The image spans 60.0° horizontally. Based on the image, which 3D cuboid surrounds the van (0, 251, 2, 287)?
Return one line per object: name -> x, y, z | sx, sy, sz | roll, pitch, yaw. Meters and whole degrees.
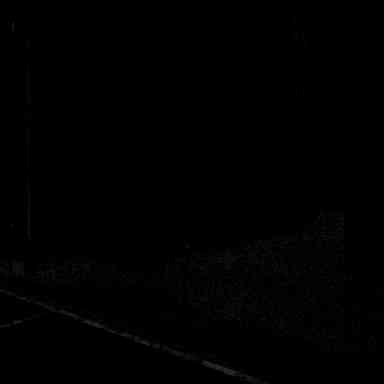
van -> -5.778, 1.339, 7.194 | 3.998, 1.788, 1.690 | 0, 0, 35
